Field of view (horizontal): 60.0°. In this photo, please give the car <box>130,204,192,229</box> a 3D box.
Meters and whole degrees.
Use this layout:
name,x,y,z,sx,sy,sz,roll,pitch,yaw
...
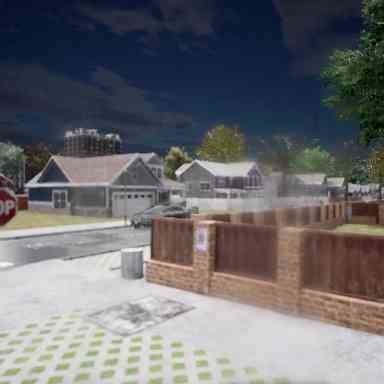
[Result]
name,x,y,z,sx,sy,sz,roll,pitch,yaw
car,-1.942,1.601,21.877,1.837,1.490,4.892,0,0,36

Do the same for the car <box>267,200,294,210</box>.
name,x,y,z,sx,sy,sz,roll,pitch,yaw
car,10.351,1.736,38.737,1.837,1.490,4.892,0,-1,36
